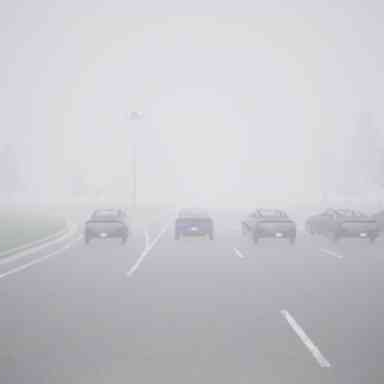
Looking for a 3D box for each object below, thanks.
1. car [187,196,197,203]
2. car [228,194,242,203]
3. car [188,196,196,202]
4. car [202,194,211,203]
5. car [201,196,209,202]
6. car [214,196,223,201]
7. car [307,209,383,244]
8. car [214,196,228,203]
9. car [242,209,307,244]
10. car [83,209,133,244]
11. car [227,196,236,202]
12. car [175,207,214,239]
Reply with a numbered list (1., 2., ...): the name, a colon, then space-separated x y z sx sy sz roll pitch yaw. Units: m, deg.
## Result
1. car: 0.009 1.841 79.198 1.837 1.490 4.892 0 0 0
2. car: 10.509 1.571 78.428 2.150 2.045 5.566 0 0 0
3. car: 0.010 1.813 88.158 1.895 1.301 4.718 0 0 0
4. car: 3.509 1.902 79.457 1.994 1.385 4.181 0 0 0
5. car: 3.510 1.813 88.154 1.895 1.301 4.718 0 0 0
6. car: 7.010 1.770 88.136 1.994 1.385 4.181 0 0 0
7. car: 7.099 1.564 16.213 2.128 1.511 4.902 0 0 0
8. car: 7.009 1.876 79.549 2.128 1.511 4.902 0 0 0
9. car: 3.599 1.564 16.214 2.128 1.511 4.902 0 0 0
10. car: -3.993 1.564 16.186 2.128 1.511 4.902 0 0 -8
11. car: 10.510 1.741 88.119 1.812 1.442 4.674 0 0 0
12. car: 0.100 1.557 17.765 1.882 1.535 5.008 0 0 0
